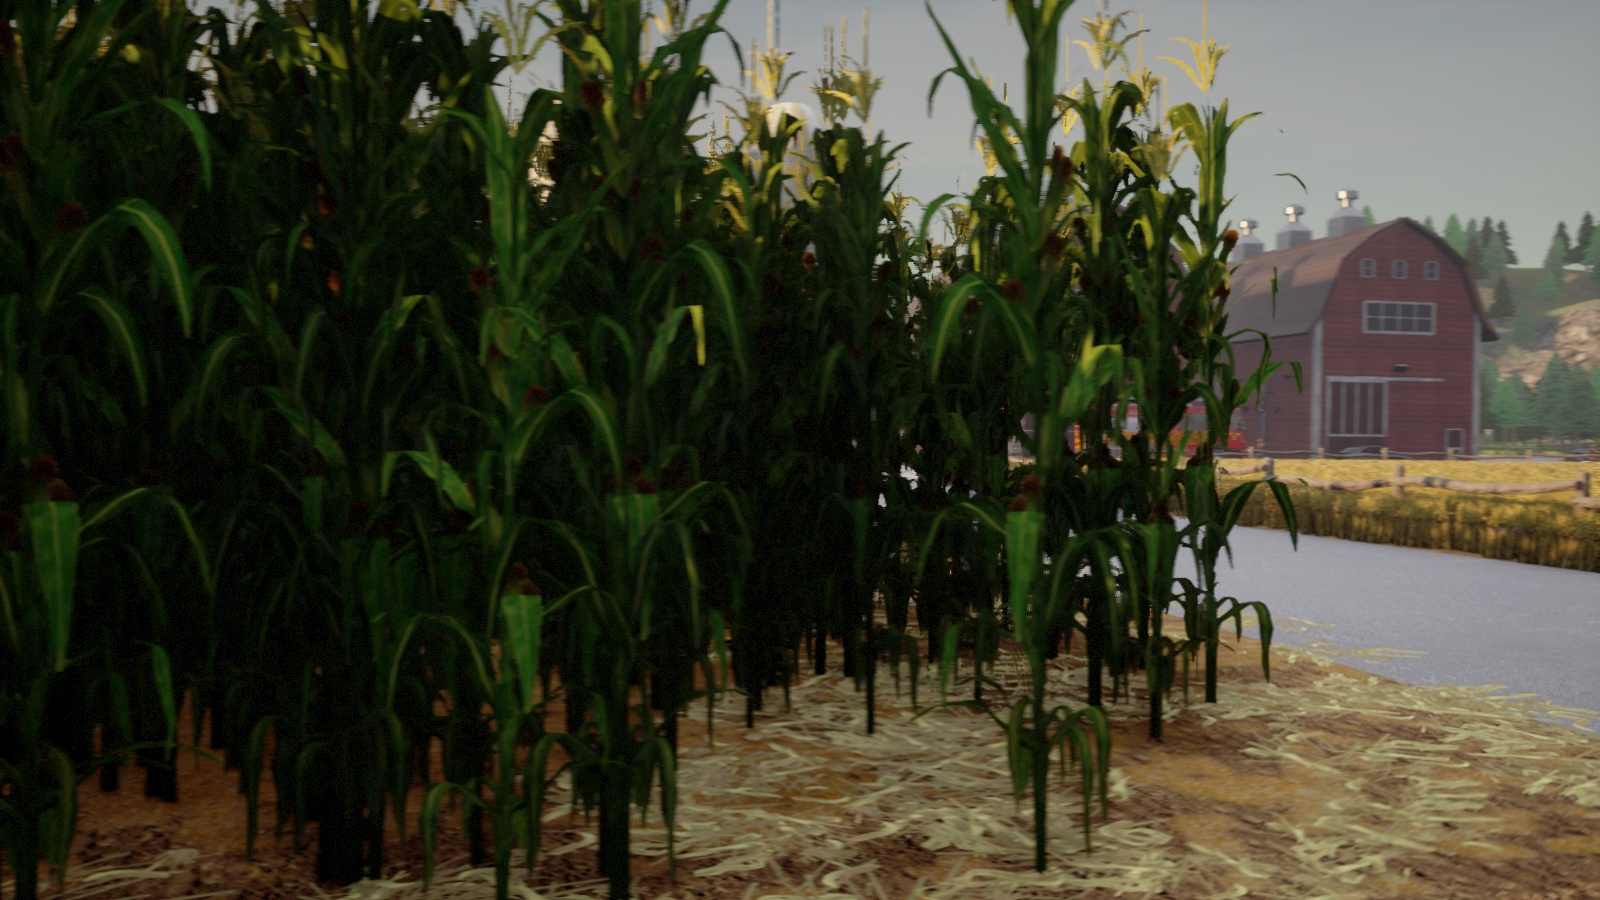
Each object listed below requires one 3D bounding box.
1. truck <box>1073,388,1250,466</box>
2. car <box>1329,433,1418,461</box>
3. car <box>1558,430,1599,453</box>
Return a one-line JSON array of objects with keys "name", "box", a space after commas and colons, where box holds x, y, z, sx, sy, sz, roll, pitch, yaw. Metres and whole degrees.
[{"name": "truck", "box": [18.675, -1.210, 64.946, 8.468, 3.827, 2.891, -1, 1, -15]}, {"name": "car", "box": [31.017, -0.186, 67.957, 4.193, 1.474, 1.816, -1, 1, -14]}, {"name": "car", "box": [50.815, -0.570, 81.681, 1.994, 1.385, 4.181, 0, 1, 22]}]
